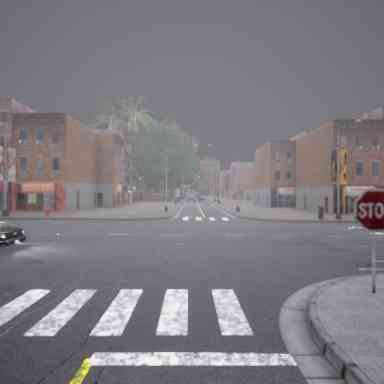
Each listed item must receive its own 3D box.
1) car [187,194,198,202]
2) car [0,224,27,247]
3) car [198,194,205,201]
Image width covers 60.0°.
[{"bbox_3d":[-0.137,1.388,71.293,1.837,1.490,4.892,0,0,0],"label":"car"},{"bbox_3d":[-9.418,1.516,12.895,5.357,1.411,2.033,1,0,0],"label":"car"},{"bbox_3d":[2.807,1.921,95.508,1.947,1.339,4.313,0,0,0],"label":"car"}]
